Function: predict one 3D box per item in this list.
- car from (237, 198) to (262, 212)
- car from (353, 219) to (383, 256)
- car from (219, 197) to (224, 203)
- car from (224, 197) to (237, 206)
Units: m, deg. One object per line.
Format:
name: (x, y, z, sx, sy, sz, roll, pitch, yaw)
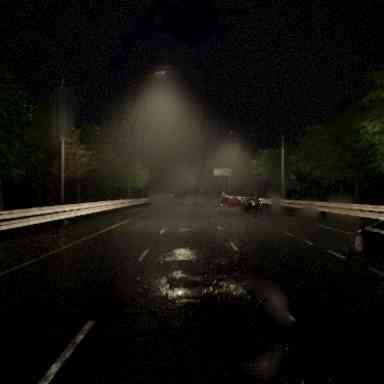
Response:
car: (7.087, 1.472, 40.242, 2.097, 1.767, 4.553, 0, 0, 0)
car: (7.005, 1.524, 10.680, 1.837, 1.490, 4.892, 0, 0, 0)
car: (7.301, 1.786, 74.525, 1.812, 1.442, 4.674, 0, 0, 0)
car: (7.182, 1.759, 57.710, 1.994, 1.385, 4.181, 0, 0, 0)
